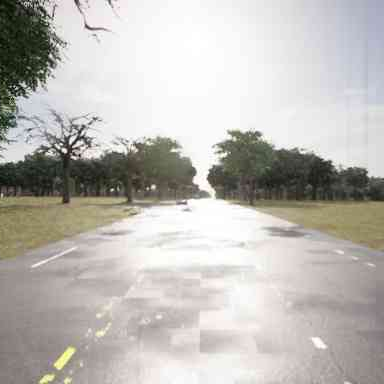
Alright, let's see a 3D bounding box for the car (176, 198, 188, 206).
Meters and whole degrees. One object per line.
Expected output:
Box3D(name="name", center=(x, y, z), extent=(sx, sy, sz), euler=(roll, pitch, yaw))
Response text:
Box3D(name="car", center=(-1.817, 1.825, 60.415), extent=(1.994, 1.385, 4.181), euler=(0, 0, 2))
